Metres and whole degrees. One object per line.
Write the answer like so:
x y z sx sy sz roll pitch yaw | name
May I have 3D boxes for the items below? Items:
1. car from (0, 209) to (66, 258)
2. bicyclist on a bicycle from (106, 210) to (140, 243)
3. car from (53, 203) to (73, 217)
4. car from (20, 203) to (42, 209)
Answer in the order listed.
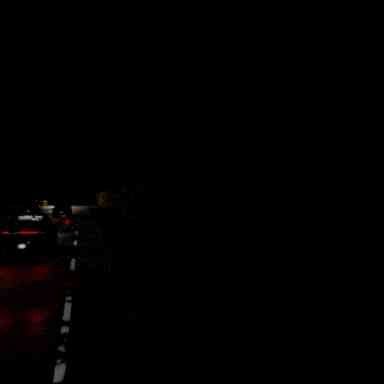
-6.565 1.650 13.640 2.128 1.511 4.902 1 -1 -18 | car
-3.366 1.689 16.355 1.656 1.620 0.582 0 -1 -19 | bicyclist on a bicycle
-14.411 1.949 37.072 2.128 1.511 4.902 1 -1 -18 | car
-18.911 2.000 39.076 1.994 1.385 4.181 1 -1 -18 | car
